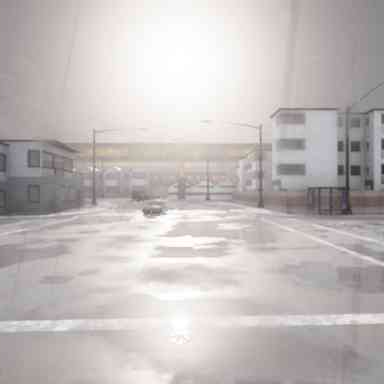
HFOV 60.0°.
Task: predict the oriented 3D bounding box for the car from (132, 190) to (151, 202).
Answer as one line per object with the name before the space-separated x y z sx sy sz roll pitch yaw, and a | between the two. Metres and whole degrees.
car | -8.874 0.695 58.061 2.150 2.045 5.566 1 1 -27

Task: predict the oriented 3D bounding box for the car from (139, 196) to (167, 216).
car | -3.607 1.537 32.880 1.837 1.490 4.892 2 1 3
